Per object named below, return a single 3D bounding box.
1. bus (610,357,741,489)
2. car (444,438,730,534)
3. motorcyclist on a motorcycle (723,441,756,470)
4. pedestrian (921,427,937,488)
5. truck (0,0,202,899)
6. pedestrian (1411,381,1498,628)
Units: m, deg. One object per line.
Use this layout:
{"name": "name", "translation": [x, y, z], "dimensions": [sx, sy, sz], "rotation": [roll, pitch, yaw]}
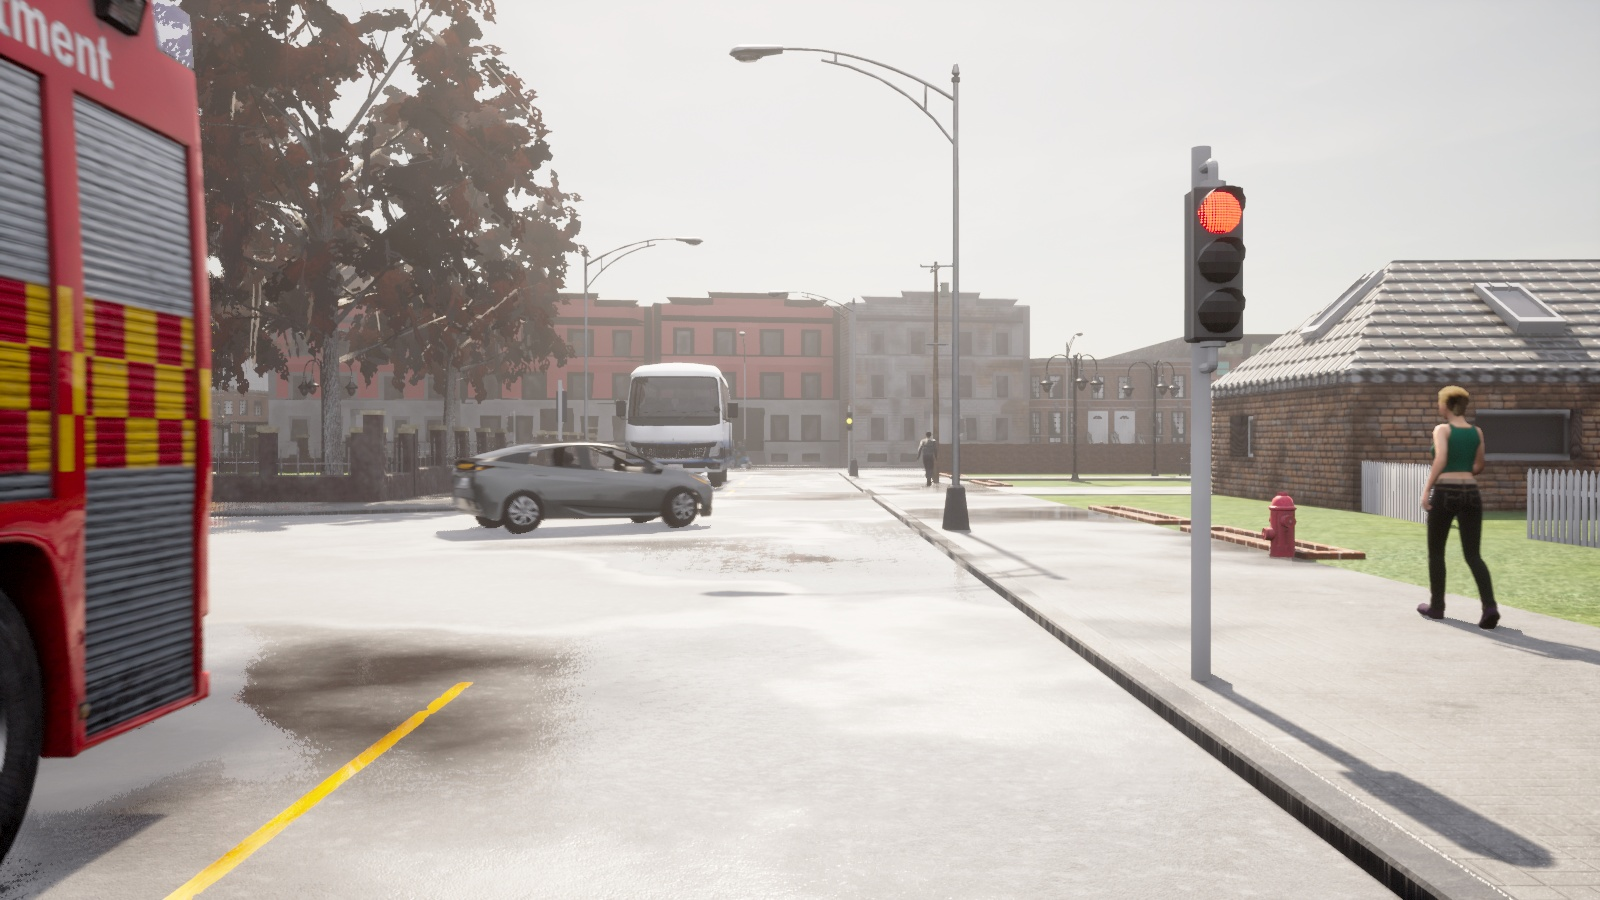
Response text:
{"name": "bus", "translation": [-4.227, -0.889, 45.382], "dimensions": [3.944, 4.253, 10.273], "rotation": [0, 0, -1]}
{"name": "car", "translation": [-3.695, 0.566, 22.007], "dimensions": [4.514, 1.525, 2.007], "rotation": [0, 0, -31]}
{"name": "motorcyclist on a motorcycle", "translation": [-3.382, 0.302, 70.077], "dimensions": [0.866, 1.590, 1.817], "rotation": [-3, 2, -45]}
{"name": "pedestrian", "translation": [4.157, 0.231, 40.553], "dimensions": [0.423, 1.949, 0.788], "rotation": [0, 0, 12]}
{"name": "truck", "translation": [-3.953, -0.427, 1.007], "dimensions": [2.891, 3.827, 8.468], "rotation": [0, 0, 0]}
{"name": "pedestrian", "translation": [5.029, 0.406, 9.671], "dimensions": [0.345, 1.836, 0.594], "rotation": [0, 0, -2]}
